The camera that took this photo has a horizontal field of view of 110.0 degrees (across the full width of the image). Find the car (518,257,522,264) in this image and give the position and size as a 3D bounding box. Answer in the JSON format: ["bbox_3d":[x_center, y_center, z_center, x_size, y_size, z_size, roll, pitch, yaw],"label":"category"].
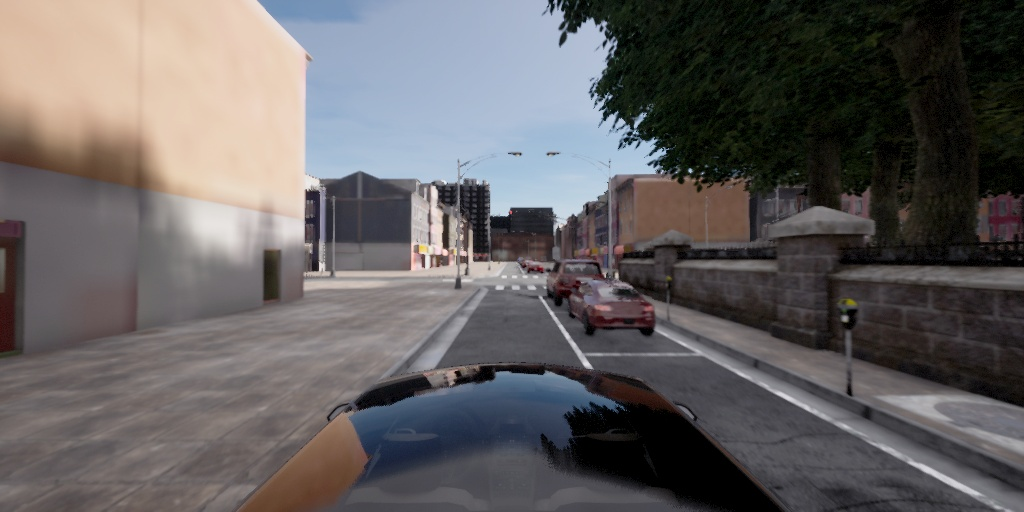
[{"bbox_3d":[2.649,1.119,63.793,2.192,1.841,5.009,0,0,0],"label":"car"}]

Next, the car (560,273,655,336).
[{"bbox_3d":[2.639,1.328,10.167,1.802,1.307,4.207,0,0,0],"label":"car"}]

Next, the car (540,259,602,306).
[{"bbox_3d":[2.640,1.060,15.616,2.192,1.841,5.009,0,0,0],"label":"car"}]

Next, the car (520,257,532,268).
[{"bbox_3d":[2.648,1.337,58.356,1.888,1.381,4.507,0,0,0],"label":"car"}]

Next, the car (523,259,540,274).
[{"bbox_3d":[2.645,1.309,42.045,1.888,1.381,4.507,0,0,0],"label":"car"}]
